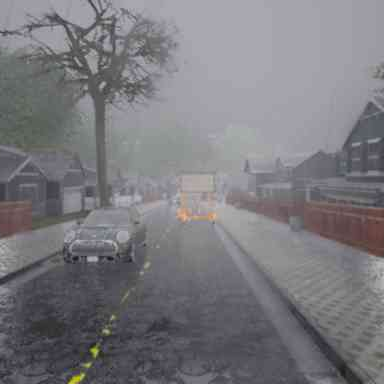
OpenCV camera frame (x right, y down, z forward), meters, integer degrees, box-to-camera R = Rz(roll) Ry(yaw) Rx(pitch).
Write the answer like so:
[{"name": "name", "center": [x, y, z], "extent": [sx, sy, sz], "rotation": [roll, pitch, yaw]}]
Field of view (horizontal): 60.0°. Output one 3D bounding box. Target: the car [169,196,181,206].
[{"name": "car", "center": [-2.806, 1.448, 54.927], "extent": [2.128, 1.511, 4.902], "rotation": [0, 0, 1]}]

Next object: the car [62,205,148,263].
[{"name": "car", "center": [-2.850, 1.332, 11.797], "extent": [2.097, 1.767, 4.553], "rotation": [0, 0, 0]}]

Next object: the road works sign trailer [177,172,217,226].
[{"name": "road works sign trailer", "center": [0.359, 0.426, 22.914], "extent": [2.380, 3.560, 2.880], "rotation": [0, 0, -7]}]
